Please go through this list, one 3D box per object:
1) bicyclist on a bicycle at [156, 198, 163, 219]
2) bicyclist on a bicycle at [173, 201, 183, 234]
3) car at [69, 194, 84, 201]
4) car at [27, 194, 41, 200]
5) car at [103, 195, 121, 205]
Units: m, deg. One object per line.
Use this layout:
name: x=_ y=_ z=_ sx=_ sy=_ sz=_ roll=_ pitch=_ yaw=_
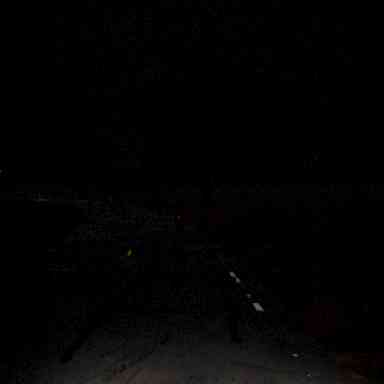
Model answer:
bicyclist on a bicycle: x=-2.535 y=1.263 z=26.052 sx=0.582 sy=1.620 sz=1.656 roll=-1 pitch=0 yaw=-13
bicyclist on a bicycle: x=-0.684 y=1.273 z=16.704 sx=0.582 sy=1.620 sz=1.656 roll=-1 pitch=0 yaw=-9
car: x=-24.101 y=1.062 z=69.552 sx=1.812 sy=1.442 sz=4.674 roll=-1 pitch=1 yaw=-39
car: x=-38.460 y=1.137 z=81.022 sx=4.718 sy=1.301 sz=1.895 roll=0 pitch=1 yaw=44
car: x=-12.072 y=1.203 z=50.215 sx=2.033 sy=1.411 sz=5.357 roll=-1 pitch=1 yaw=-26
